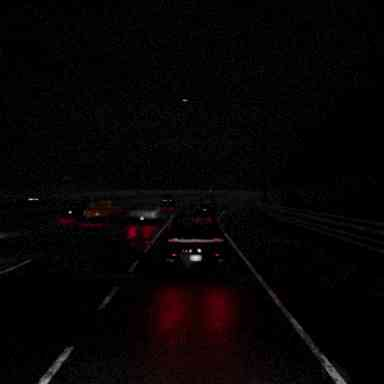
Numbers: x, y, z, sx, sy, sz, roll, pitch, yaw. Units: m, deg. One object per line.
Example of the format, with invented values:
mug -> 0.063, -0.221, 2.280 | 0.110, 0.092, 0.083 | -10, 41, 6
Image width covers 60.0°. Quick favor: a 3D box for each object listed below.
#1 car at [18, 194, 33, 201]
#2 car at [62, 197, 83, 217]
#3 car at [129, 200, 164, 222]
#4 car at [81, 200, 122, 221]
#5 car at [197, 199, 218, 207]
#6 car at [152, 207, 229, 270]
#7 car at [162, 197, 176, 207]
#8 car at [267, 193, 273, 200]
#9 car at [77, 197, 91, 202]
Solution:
car -> -42.668, 1.227, 84.332 | 2.097, 1.767, 4.553 | 1, 0, -16
car -> -10.403, 1.451, 30.827 | 1.837, 1.490, 4.892 | 0, 0, 0
car -> -3.502, 1.556, 25.571 | 1.895, 1.301, 4.718 | 0, 0, 0
car -> -6.902, 1.431, 26.626 | 1.882, 1.535, 5.008 | 0, 0, 0
car -> 1.561, 1.461, 33.186 | 1.812, 1.442, 4.674 | 0, 0, 10
car -> 0.098, 1.472, 10.951 | 2.128, 1.511, 4.902 | 0, 0, 0
car -> -3.506, 1.451, 50.534 | 2.128, 1.511, 4.902 | 0, 0, 0
car -> 20.420, 1.275, 90.790 | 1.882, 1.535, 5.008 | -1, 1, 17
car -> -28.009, 1.948, 86.389 | 1.895, 1.301, 4.718 | 0, -1, 0
